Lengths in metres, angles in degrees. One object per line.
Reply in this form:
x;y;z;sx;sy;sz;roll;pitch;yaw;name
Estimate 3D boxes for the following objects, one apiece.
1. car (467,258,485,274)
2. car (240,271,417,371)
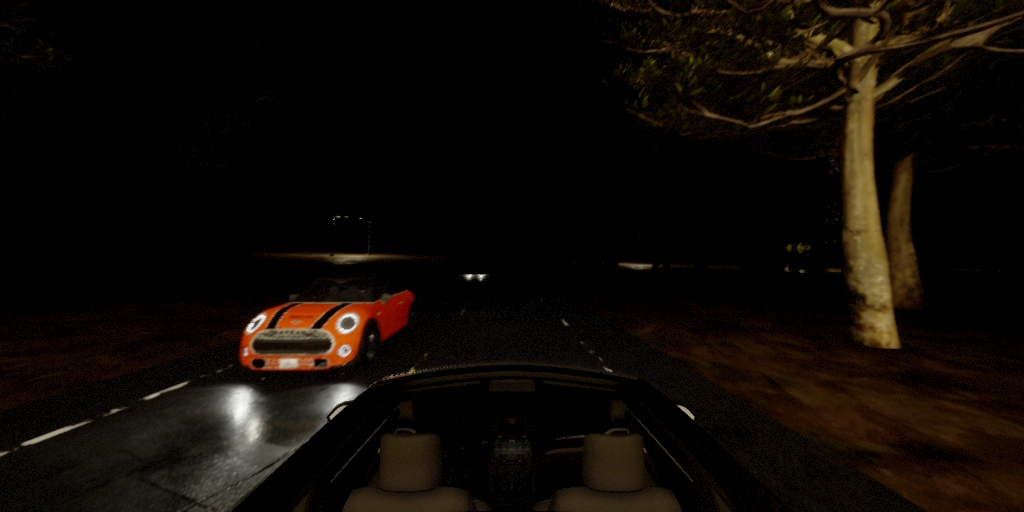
-4.868;1.342;48.863;2.150;2.045;5.566;0;0;-2;car
-3.667;1.186;8.094;2.097;1.767;4.553;0;-1;-1;car
